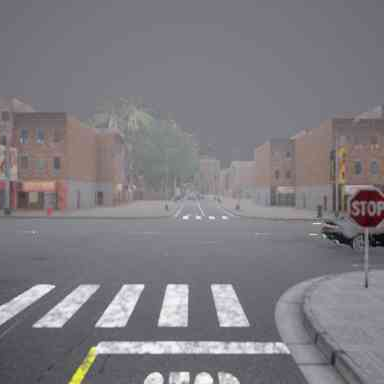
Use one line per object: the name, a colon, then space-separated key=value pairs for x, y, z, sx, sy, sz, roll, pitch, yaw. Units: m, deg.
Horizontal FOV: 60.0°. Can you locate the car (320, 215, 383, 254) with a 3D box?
car: x=7.695 y=1.571 z=13.267 sx=4.902 sy=1.511 sz=2.128 roll=1 pitch=0 yaw=0

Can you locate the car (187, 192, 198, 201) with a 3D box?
car: x=-0.141 y=1.116 z=71.584 sx=1.837 sy=1.490 sz=4.892 roll=0 pitch=0 yaw=0
